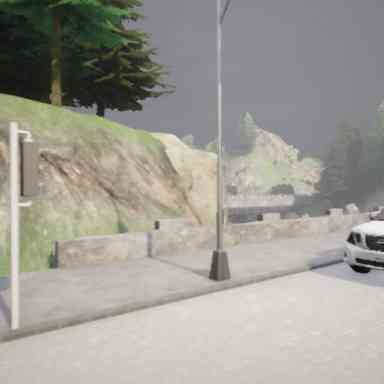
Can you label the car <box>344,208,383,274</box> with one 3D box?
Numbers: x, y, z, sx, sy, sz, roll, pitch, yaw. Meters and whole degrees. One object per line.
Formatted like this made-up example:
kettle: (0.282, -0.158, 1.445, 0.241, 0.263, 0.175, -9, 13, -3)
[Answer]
car: (6.563, 1.160, 9.274, 5.566, 2.045, 2.150, 0, 0, -35)
